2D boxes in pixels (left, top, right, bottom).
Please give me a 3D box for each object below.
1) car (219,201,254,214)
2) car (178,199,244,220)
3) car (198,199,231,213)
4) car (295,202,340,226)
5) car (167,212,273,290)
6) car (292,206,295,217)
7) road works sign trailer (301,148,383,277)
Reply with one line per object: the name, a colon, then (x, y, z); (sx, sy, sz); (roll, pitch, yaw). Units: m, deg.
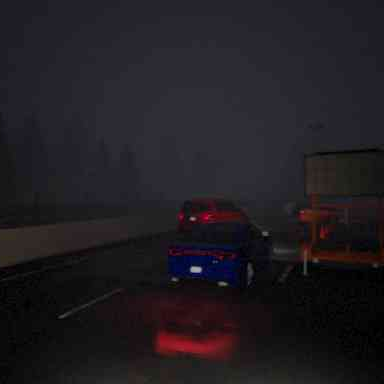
car: (5.801, 1.906, 43.181); (2.128, 1.511, 4.902); (-1, -1, 41)
car: (1.322, 1.404, 18.249); (2.150, 2.045, 5.566); (-1, -1, 29)
car: (3.135, 1.814, 45.421); (2.097, 1.767, 4.553); (-1, -1, 42)
car: (9.797, 1.541, 25.324); (2.097, 1.767, 4.553); (-1, -1, 34)
car: (1.051, 1.573, 9.601); (1.882, 1.535, 5.008); (-1, -1, 23)
car: (11.861, 1.740, 33.851); (1.882, 1.535, 5.008); (-1, -1, 39)
road works sign trailer: (4.690, 0.534, 10.113); (2.380, 3.560, 2.880); (-1, -1, 28)
